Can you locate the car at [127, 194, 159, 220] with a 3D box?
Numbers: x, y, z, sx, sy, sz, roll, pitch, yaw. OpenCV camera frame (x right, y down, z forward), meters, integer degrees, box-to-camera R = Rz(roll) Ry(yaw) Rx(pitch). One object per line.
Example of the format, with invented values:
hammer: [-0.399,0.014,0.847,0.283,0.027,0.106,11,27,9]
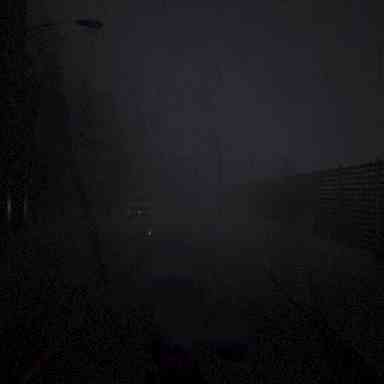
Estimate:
car: [-4.093,1.219,28.619,2.150,2.045,5.566,0,0,0]
